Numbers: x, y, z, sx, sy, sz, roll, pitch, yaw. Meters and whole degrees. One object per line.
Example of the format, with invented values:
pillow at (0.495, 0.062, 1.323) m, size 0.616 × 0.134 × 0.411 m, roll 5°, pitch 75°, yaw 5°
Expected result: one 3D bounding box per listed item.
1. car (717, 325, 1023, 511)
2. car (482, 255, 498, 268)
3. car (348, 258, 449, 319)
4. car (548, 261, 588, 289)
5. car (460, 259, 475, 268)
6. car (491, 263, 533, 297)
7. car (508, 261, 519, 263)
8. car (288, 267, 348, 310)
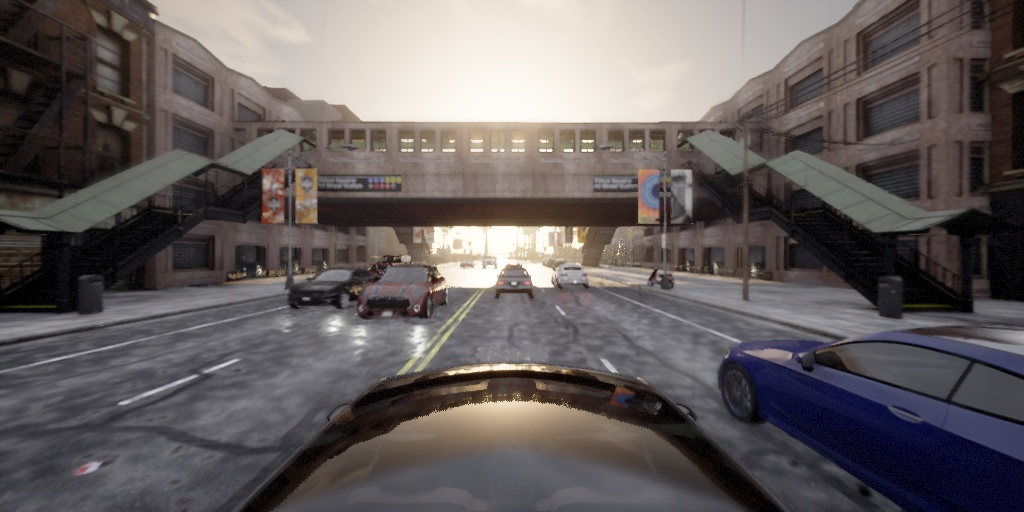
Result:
car at (3.604, 1.274, 2.773) m, size 1.812 × 1.442 × 4.674 m, roll 0°, pitch 0°, yaw 0°
car at (-3.395, 0.852, 55.696) m, size 2.150 × 2.045 × 5.566 m, roll 0°, pitch 0°, yaw 1°
car at (-3.595, 1.078, 12.575) m, size 2.097 × 1.767 × 4.553 m, roll 0°, pitch 0°, yaw 0°
car at (3.619, 1.230, 22.798) m, size 1.812 × 1.442 × 4.674 m, roll 0°, pitch 0°, yaw 0°
car at (-6.899, 1.157, 55.880) m, size 1.812 × 1.442 × 4.674 m, roll 0°, pitch 0°, yaw 0°
car at (0.104, 1.261, 18.426) m, size 2.033 × 1.411 × 5.357 m, roll 0°, pitch 0°, yaw 0°
car at (0.168, 1.238, 36.707) m, size 1.994 × 1.385 × 4.181 m, roll 0°, pitch 0°, yaw 1°
car at (-7.095, 1.198, 14.844) m, size 1.882 × 1.535 × 5.008 m, roll 0°, pitch 0°, yaw 0°
